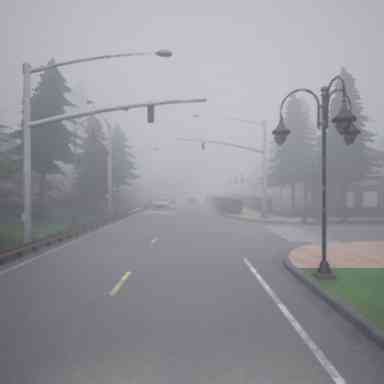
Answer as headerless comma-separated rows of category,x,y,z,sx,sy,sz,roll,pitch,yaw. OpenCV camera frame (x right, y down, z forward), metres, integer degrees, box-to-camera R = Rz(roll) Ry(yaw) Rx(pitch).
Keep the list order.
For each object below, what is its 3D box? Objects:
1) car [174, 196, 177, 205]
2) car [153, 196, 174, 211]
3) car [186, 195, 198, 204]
car,-3.556,1.431,56.589,2.033,1.411,5.357,0,0,1
car,-3.591,1.395,40.064,1.882,1.535,5.008,0,0,0
car,-0.007,1.353,60.633,1.882,1.535,5.008,0,0,0
